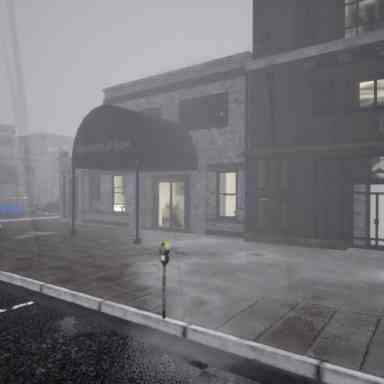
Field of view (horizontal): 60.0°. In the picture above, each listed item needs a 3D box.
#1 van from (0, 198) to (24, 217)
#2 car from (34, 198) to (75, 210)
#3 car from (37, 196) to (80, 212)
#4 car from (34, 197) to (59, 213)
[{"bbox_3d":[-17.327,1.415,29.849,1.690,1.788,3.998,0,0,35],"label":"van"},{"bbox_3d":[-17.958,1.572,43.577,1.752,1.417,4.829,0,0,35],"label":"car"},{"bbox_3d":[-16.438,1.413,41.223,2.097,1.767,4.553,0,0,35],"label":"car"},{"bbox_3d":[-14.961,1.625,37.737,2.033,1.411,5.357,0,0,35],"label":"car"}]
